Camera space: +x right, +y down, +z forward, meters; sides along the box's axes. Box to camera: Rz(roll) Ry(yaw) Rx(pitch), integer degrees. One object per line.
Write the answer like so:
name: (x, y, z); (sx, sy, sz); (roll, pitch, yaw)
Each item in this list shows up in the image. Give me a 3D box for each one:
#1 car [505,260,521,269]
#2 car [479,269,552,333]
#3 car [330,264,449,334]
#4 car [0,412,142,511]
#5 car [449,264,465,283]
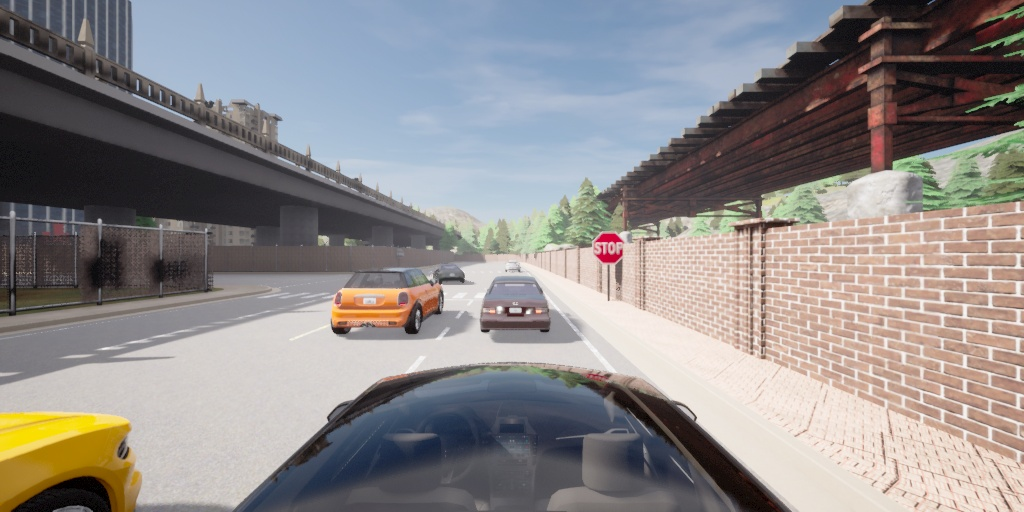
car: (0.094, 1.275, 45.346); (1.812, 1.442, 4.674); (0, 0, -1)
car: (0.079, 1.297, 10.758); (2.033, 1.411, 5.357); (0, 0, 0)
car: (-3.422, 1.102, 10.736); (2.097, 1.767, 4.553); (0, 0, 0)
car: (-3.397, 1.228, 0.275); (1.882, 1.535, 5.008); (0, 0, 0)
car: (-4.949, 1.314, 27.546); (1.994, 1.385, 4.181); (0, 0, -19)
